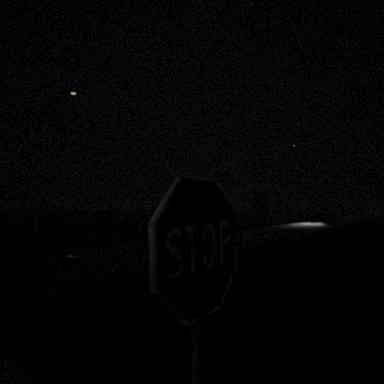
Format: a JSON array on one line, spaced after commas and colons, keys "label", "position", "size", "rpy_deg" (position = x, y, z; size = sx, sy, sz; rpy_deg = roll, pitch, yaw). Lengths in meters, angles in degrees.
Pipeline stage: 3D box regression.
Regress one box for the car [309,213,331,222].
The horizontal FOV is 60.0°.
[{"label": "car", "position": [18.202, 3.571, 47.179], "size": [1.895, 1.301, 4.718], "rpy_deg": [-2, -3, 36]}]
